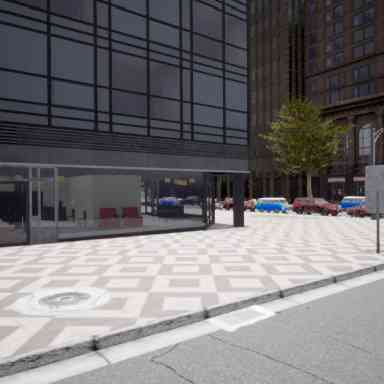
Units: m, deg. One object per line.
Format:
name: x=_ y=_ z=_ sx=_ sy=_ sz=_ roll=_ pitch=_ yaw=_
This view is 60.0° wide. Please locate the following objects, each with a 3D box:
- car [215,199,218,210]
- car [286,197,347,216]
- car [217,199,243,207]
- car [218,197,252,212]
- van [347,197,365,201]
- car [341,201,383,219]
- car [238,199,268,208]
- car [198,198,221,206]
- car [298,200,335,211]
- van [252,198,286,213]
car: x=2.899 y=1.915 z=48.336 sx=2.008 sy=1.369 sz=4.403 roll=-1 pitch=0 yaw=-35
car: x=12.767 y=1.517 z=34.448 sx=2.192 sy=1.841 sz=5.009 roll=-1 pitch=0 yaw=-35
car: x=6.551 y=1.872 z=57.910 sx=1.887 sy=1.381 sz=4.507 roll=-1 pitch=0 yaw=-35
car: x=6.185 y=1.627 z=43.706 sx=2.192 sy=1.841 sz=5.009 roll=-1 pitch=0 yaw=-35
van: x=19.710 y=1.456 z=39.396 sx=1.690 sy=1.788 sz=3.998 roll=-1 pitch=0 yaw=-35
car: x=16.064 y=1.727 z=29.820 sx=1.802 sy=1.307 sz=4.206 roll=-1 pitch=0 yaw=-35
car: x=9.743 y=1.803 z=53.420 sx=1.752 sy=1.417 sz=4.829 roll=-1 pitch=0 yaw=-35
car: x=3.260 y=1.929 z=62.538 sx=2.008 sy=1.369 sz=4.403 roll=-1 pitch=0 yaw=-35
car: x=16.424 y=1.736 z=44.025 sx=1.947 sy=1.339 sz=4.313 roll=-1 pitch=0 yaw=-35
van: x=9.476 y=1.599 z=39.077 sx=1.690 sy=1.788 sz=3.998 roll=-1 pitch=0 yaw=-35
